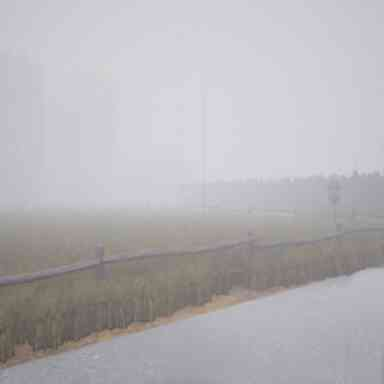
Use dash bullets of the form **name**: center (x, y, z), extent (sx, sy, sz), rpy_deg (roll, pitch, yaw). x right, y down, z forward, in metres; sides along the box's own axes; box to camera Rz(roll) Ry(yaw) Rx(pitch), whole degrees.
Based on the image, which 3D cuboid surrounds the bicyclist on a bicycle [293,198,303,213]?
- **bicyclist on a bicycle**: center (10.722, 1.431, 33.612), extent (1.656, 1.620, 0.582), rpy_deg (0, 0, -36)

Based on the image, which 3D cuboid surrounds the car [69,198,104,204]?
- **car**: center (-16.403, 1.675, 52.034), extent (5.357, 1.411, 2.033), rpy_deg (0, 0, -33)
